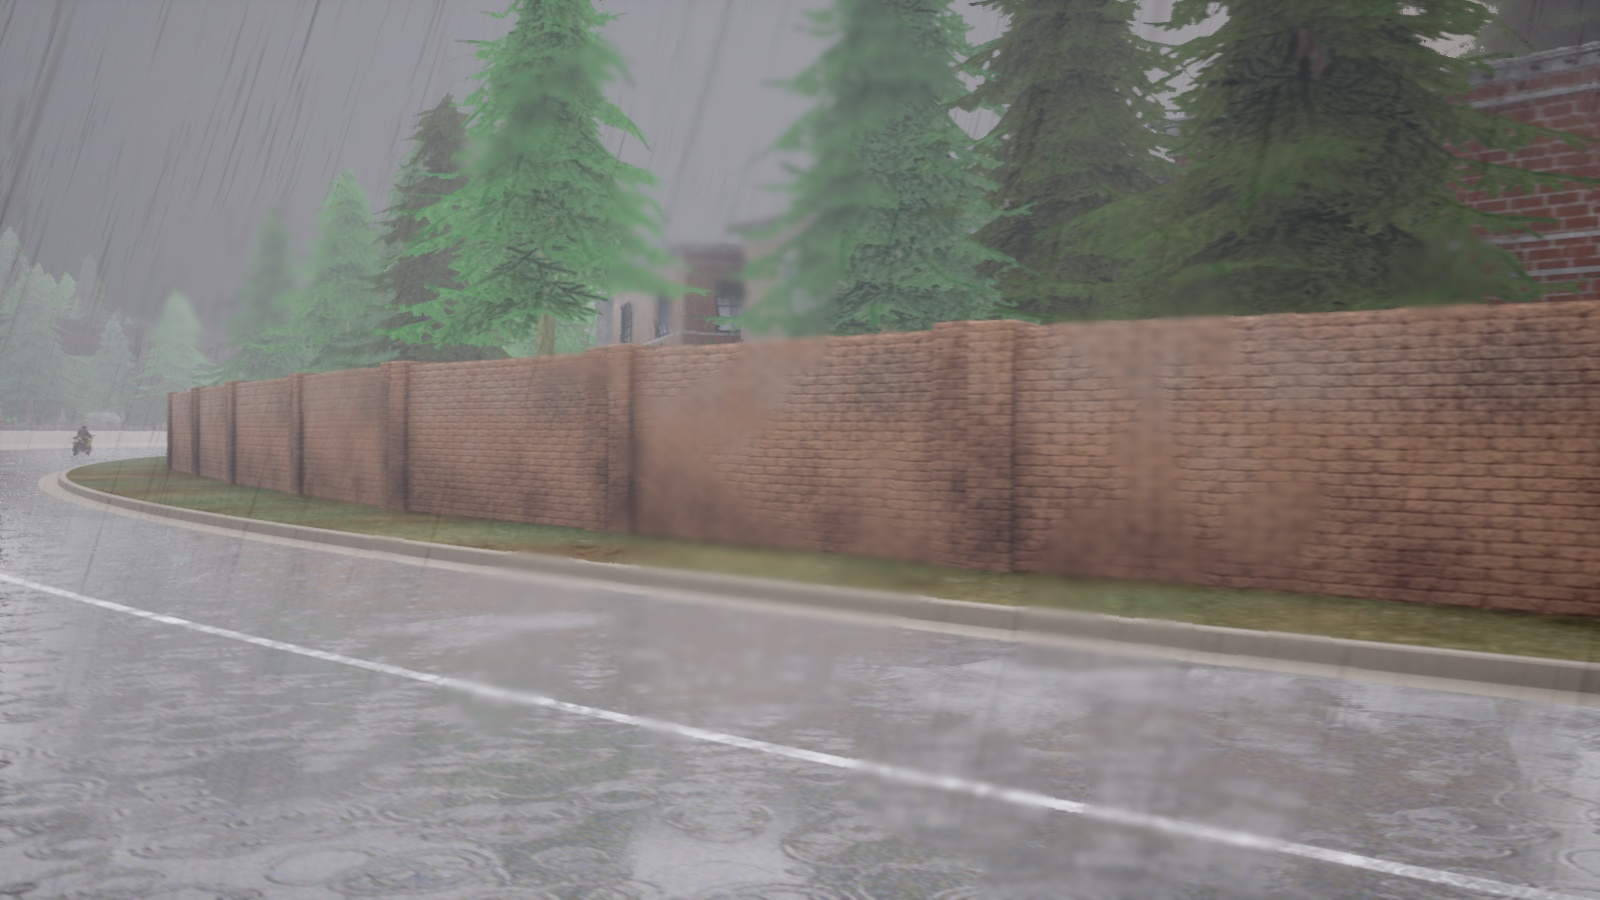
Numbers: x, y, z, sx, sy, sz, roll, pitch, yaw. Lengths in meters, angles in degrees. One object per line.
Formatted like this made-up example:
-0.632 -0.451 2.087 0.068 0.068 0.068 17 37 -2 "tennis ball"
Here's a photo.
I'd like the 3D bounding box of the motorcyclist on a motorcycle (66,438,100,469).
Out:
-36.273 0.185 63.543 0.797 1.523 2.044 1 1 -8 "motorcyclist on a motorcycle"
